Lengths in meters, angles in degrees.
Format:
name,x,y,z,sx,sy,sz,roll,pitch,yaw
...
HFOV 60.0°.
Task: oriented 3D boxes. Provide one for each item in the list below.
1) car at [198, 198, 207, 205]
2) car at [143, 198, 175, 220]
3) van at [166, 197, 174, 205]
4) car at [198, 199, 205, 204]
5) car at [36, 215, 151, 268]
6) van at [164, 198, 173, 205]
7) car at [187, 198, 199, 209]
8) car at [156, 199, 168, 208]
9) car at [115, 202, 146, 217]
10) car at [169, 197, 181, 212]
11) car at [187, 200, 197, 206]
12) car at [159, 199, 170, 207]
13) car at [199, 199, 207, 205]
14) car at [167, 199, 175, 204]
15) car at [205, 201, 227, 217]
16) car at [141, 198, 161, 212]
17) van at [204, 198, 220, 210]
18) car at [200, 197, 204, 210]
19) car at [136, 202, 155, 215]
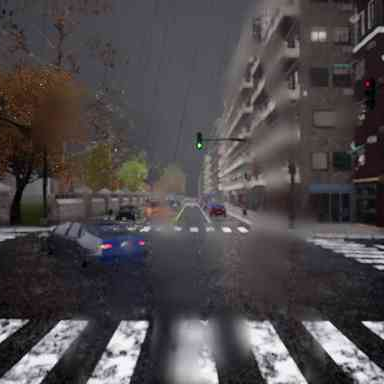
name,x,y,z,sx,sy,sz,roll,pitch,yaw
car,2.699,2.410,86.309,1.967,1.590,4.097,0,-1,0
car,-3.096,1.689,31.937,2.097,1.767,4.553,0,-1,0
van,-5.681,2.311,86.311,1.690,1.788,3.998,0,-1,0
car,2.699,2.623,91.938,1.802,1.307,4.206,0,-1,0
car,-3.699,1.650,11.680,2.033,1.411,5.357,2,-2,-43
van,-5.682,2.242,80.682,1.690,1.788,3.998,0,-1,0
car,0.005,2.245,59.136,1.895,1.301,4.718,0,-1,0
car,-5.683,2.139,63.792,1.967,1.590,4.097,0,-1,0
car,-5.685,1.882,30.011,1.947,1.339,4.313,0,-1,0
car,-3.083,1.857,47.119,2.097,1.767,4.553,0,-1,0
car,0.006,2.249,69.173,1.895,1.301,4.718,0,-1,0
car,-5.682,2.205,69.421,1.967,1.590,4.097,0,-1,0
car,2.698,2.445,80.679,1.887,1.381,4.507,0,-1,0
car,-5.681,2.592,91.938,2.008,1.369,4.403,0,-1,0
car,2.695,1.922,35.640,1.887,1.381,4.507,0,-1,0
car,-5.684,1.818,46.904,2.192,1.841,5.009,0,-1,0
van,2.697,1.781,41.273,1.690,1.788,3.998,0,-1,0
car,2.697,2.007,52.531,1.967,1.590,4.097,0,-1,0
car,-5.684,1.963,41.102,1.752,1.417,4.829,0,-1,0
